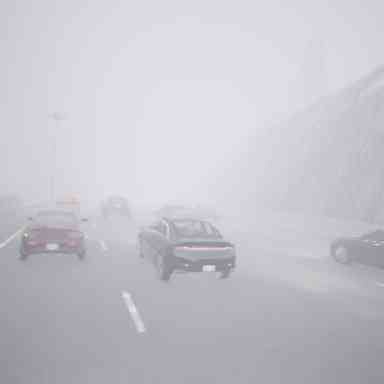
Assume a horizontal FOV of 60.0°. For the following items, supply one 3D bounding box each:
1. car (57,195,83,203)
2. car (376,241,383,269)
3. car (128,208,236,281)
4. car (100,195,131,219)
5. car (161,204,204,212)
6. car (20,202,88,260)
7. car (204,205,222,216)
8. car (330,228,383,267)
[{"bbox_3d":[-10.113,0.995,27.453,1.882,1.535,5.008,3,0,-18],"label":"car"},{"bbox_3d":[5.276,1.806,4.248,2.128,1.511,4.902,3,0,-19],"label":"car"},{"bbox_3d":[-0.391,1.503,9.934,2.128,1.511,4.902,3,0,-19],"label":"car"},{"bbox_3d":[-6.214,1.090,26.831,2.097,1.767,4.553,3,0,-19],"label":"car"},{"bbox_3d":[-1.248,1.555,23.070,2.033,1.411,5.357,3,0,-19],"label":"car"},{"bbox_3d":[-4.597,1.302,11.340,1.812,1.442,4.674,3,0,-19],"label":"car"},{"bbox_3d":[0.763,1.740,27.964,1.895,1.301,4.718,3,0,-19],"label":"car"},{"bbox_3d":[6.694,1.923,10.828,1.837,1.490,4.892,3,0,-19],"label":"car"}]
